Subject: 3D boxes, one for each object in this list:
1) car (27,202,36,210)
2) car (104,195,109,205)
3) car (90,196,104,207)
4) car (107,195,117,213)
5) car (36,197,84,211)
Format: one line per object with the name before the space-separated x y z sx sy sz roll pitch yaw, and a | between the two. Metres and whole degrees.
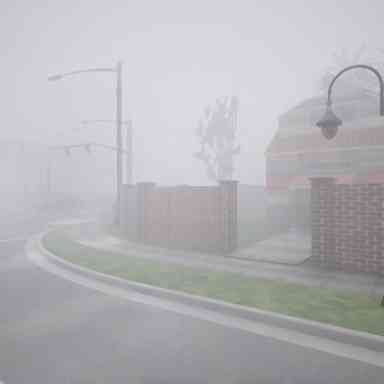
car | -17.720 1.397 40.829 1.812 1.442 4.674 0 1 37
car | -9.412 1.285 46.028 1.812 1.442 4.674 0 1 37
car | -12.321 1.268 47.977 1.837 1.490 4.892 0 1 37
car | -5.665 1.333 33.224 1.882 1.535 5.008 0 1 37
car | -14.990 1.373 38.642 1.837 1.490 4.892 0 1 36
